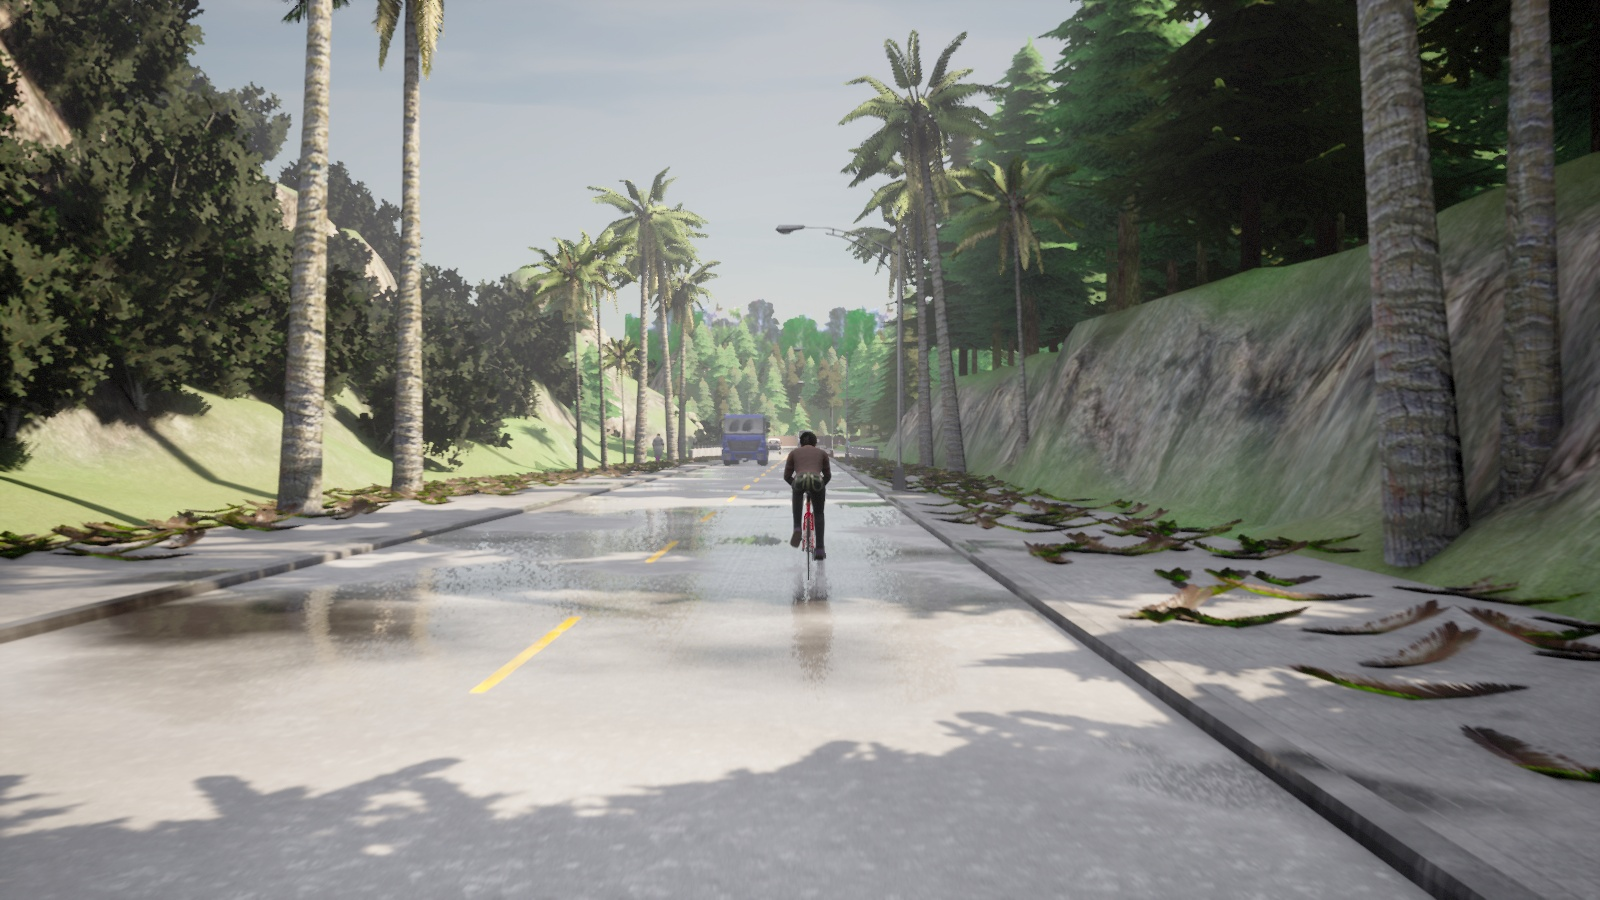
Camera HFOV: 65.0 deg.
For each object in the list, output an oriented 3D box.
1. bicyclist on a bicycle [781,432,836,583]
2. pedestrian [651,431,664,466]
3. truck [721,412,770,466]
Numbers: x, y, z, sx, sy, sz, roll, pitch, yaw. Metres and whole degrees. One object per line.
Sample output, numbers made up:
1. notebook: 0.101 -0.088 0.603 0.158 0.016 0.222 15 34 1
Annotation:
1. bicyclist on a bicycle: 0.095 0.619 14.300 0.582 1.620 1.656 0 0 0
2. pedestrian: -8.199 -0.090 72.411 0.659 1.952 0.873 0 0 0
3. truck: -3.580 -0.711 83.946 2.891 3.462 7.936 0 0 0
